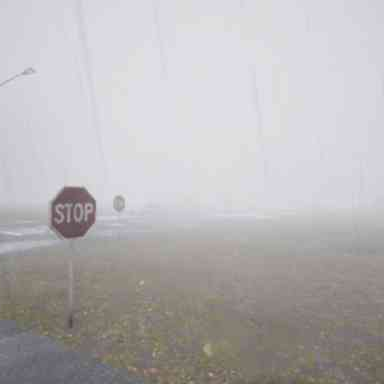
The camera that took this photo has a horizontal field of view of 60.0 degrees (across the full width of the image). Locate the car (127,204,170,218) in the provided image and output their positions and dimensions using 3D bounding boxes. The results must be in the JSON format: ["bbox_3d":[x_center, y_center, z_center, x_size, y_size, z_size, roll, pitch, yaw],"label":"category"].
[{"bbox_3d":[-4.457,1.917,34.674,1.895,1.301,4.718,1,0,36],"label":"car"}]

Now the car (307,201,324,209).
[{"bbox_3d":[22.046,2.357,59.447,1.994,1.385,4.181,1,0,36],"label":"car"}]

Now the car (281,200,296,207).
[{"bbox_3d":[19.936,2.336,68.485,1.994,1.385,4.181,1,0,36],"label":"car"}]
